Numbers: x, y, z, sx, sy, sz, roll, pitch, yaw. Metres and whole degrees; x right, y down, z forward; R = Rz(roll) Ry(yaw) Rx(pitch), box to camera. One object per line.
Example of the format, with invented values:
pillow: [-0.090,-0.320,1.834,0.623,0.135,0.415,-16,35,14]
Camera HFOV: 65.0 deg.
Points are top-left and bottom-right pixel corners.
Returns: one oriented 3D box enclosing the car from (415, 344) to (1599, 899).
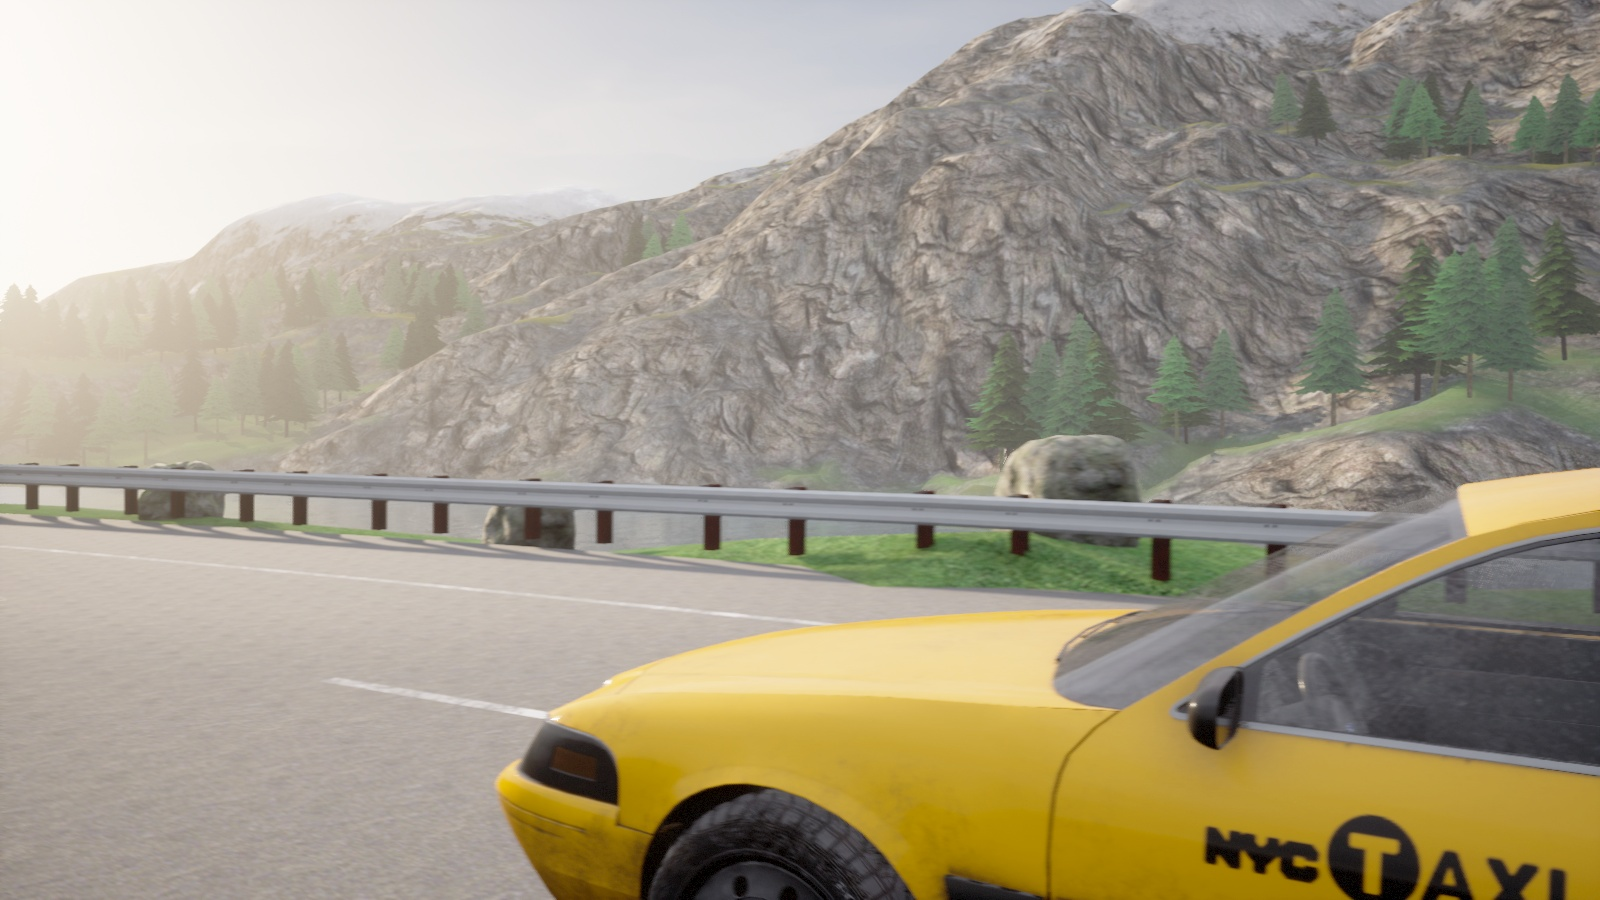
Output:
car: [1.772,0.619,2.469,5.366,1.575,1.801,0,1,33]
